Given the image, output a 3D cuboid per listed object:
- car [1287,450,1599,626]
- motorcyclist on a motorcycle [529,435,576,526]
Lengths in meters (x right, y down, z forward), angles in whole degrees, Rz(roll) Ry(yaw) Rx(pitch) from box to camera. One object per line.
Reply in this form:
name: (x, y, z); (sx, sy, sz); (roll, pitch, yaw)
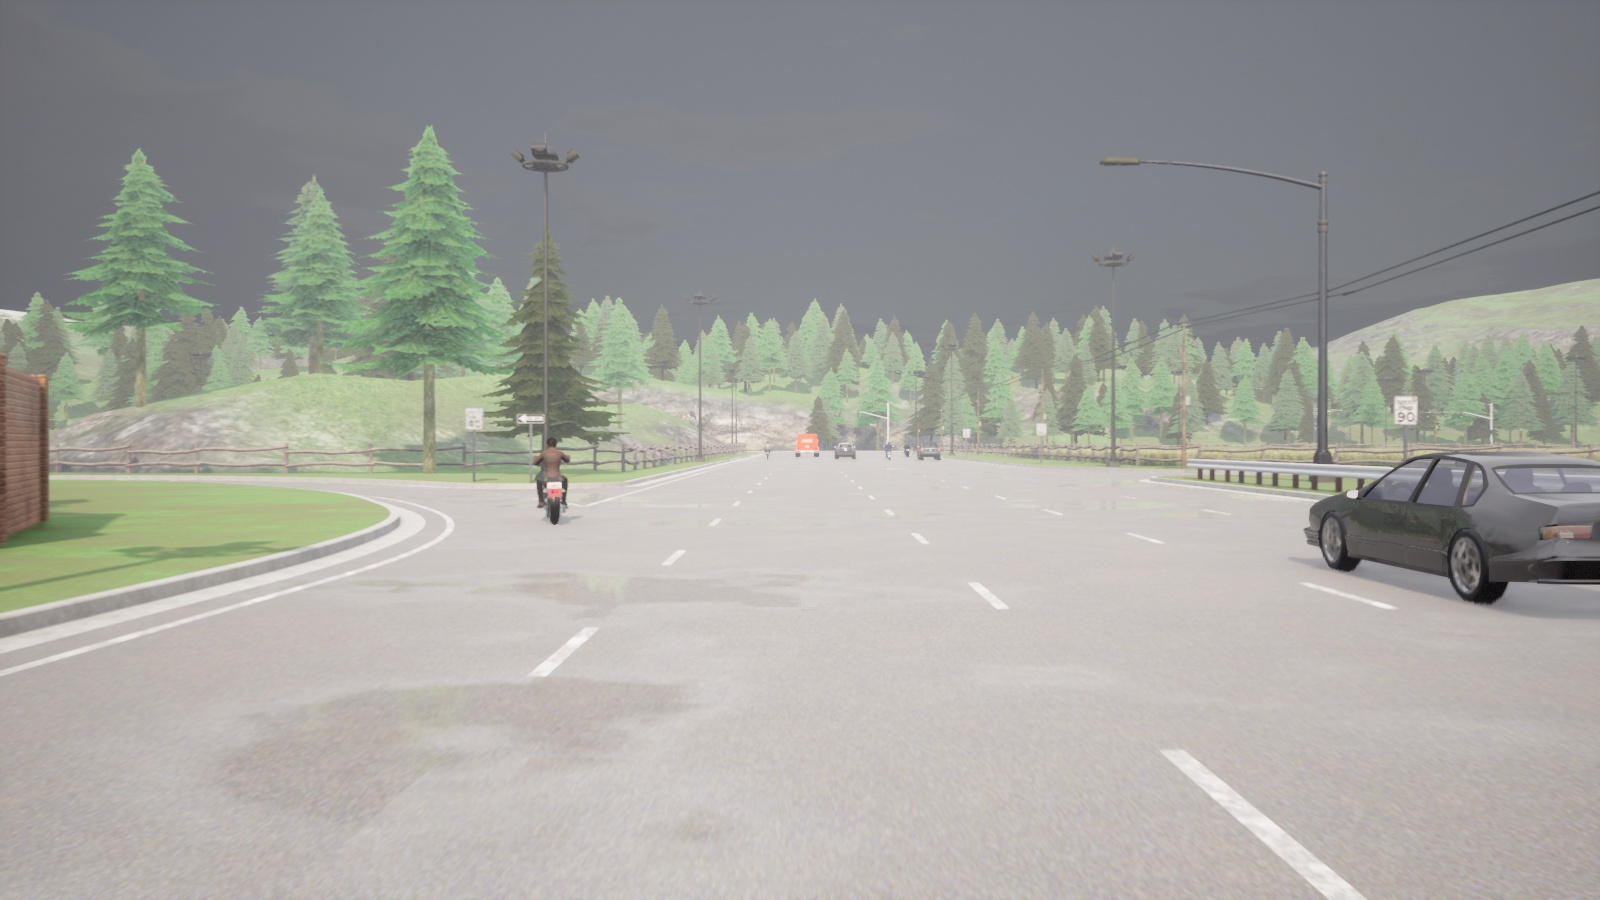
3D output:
car: (7.089, 0.726, 12.996); (2.033, 1.411, 5.357); (0, 0, 0)
motorcyclist on a motorcycle: (-4.781, 0.557, 24.189); (0.766, 1.649, 2.350); (-1, 0, -13)
